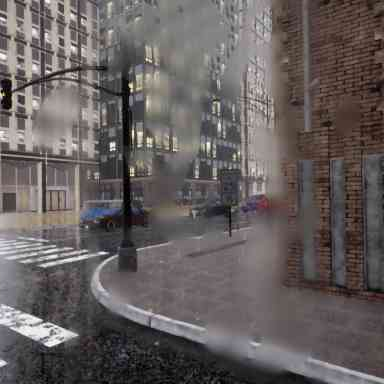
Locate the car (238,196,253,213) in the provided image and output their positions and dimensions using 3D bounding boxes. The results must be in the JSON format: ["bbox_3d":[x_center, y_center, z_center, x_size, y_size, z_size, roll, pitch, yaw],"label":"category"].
[{"bbox_3d":[7.726,1.330,38.097,2.150,2.045,5.566,-1,-1,36],"label":"car"}]

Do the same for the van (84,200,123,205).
[{"bbox_3d":[-5.964,1.460,23.450,1.690,1.788,3.998,-2,-1,36],"label":"van"}]

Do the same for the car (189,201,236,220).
[{"bbox_3d":[1.635,1.578,29.603,2.128,1.511,4.902,-1,-1,36],"label":"car"}]

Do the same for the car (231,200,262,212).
[{"bbox_3d":[6.870,1.689,41.360,1.752,1.417,4.829,-2,-1,36],"label":"car"}]

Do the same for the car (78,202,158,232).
[{"bbox_3d":[-4.447,1.614,21.115,2.033,1.411,5.357,-1,-1,36],"label":"car"}]

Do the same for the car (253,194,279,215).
[{"bbox_3d":[8.660,1.261,33.923,2.150,2.045,5.566,-1,-1,36],"label":"car"}]
